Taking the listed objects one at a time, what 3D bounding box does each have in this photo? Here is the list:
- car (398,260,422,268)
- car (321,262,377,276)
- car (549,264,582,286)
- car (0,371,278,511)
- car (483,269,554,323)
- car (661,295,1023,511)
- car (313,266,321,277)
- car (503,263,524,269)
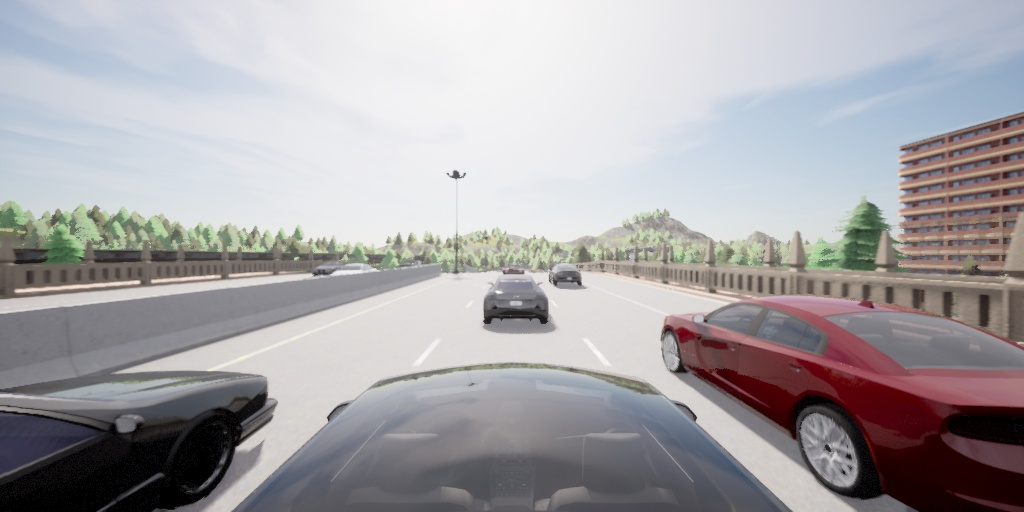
[{"bbox_3d":[-13.956,1.498,49.750,2.150,2.045,5.566,0,-4,0],"label":"car"},{"bbox_3d":[-10.552,1.247,24.102,1.812,1.442,4.674,0,0,0],"label":"car"},{"bbox_3d":[3.620,1.253,24.849,1.812,1.442,4.674,0,0,0],"label":"car"},{"bbox_3d":[-3.408,1.296,1.296,2.033,1.411,5.357,0,0,0],"label":"car"},{"bbox_3d":[0.112,1.303,12.110,1.994,1.385,4.181,0,0,0],"label":"car"},{"bbox_3d":[3.613,1.226,4.483,1.882,1.535,5.008,0,0,0],"label":"car"},{"bbox_3d":[-17.508,1.273,34.987,1.994,1.385,4.181,0,0,1],"label":"car"},{"bbox_3d":[0.126,1.319,32.022,1.895,1.301,4.718,0,0,0],"label":"car"}]
